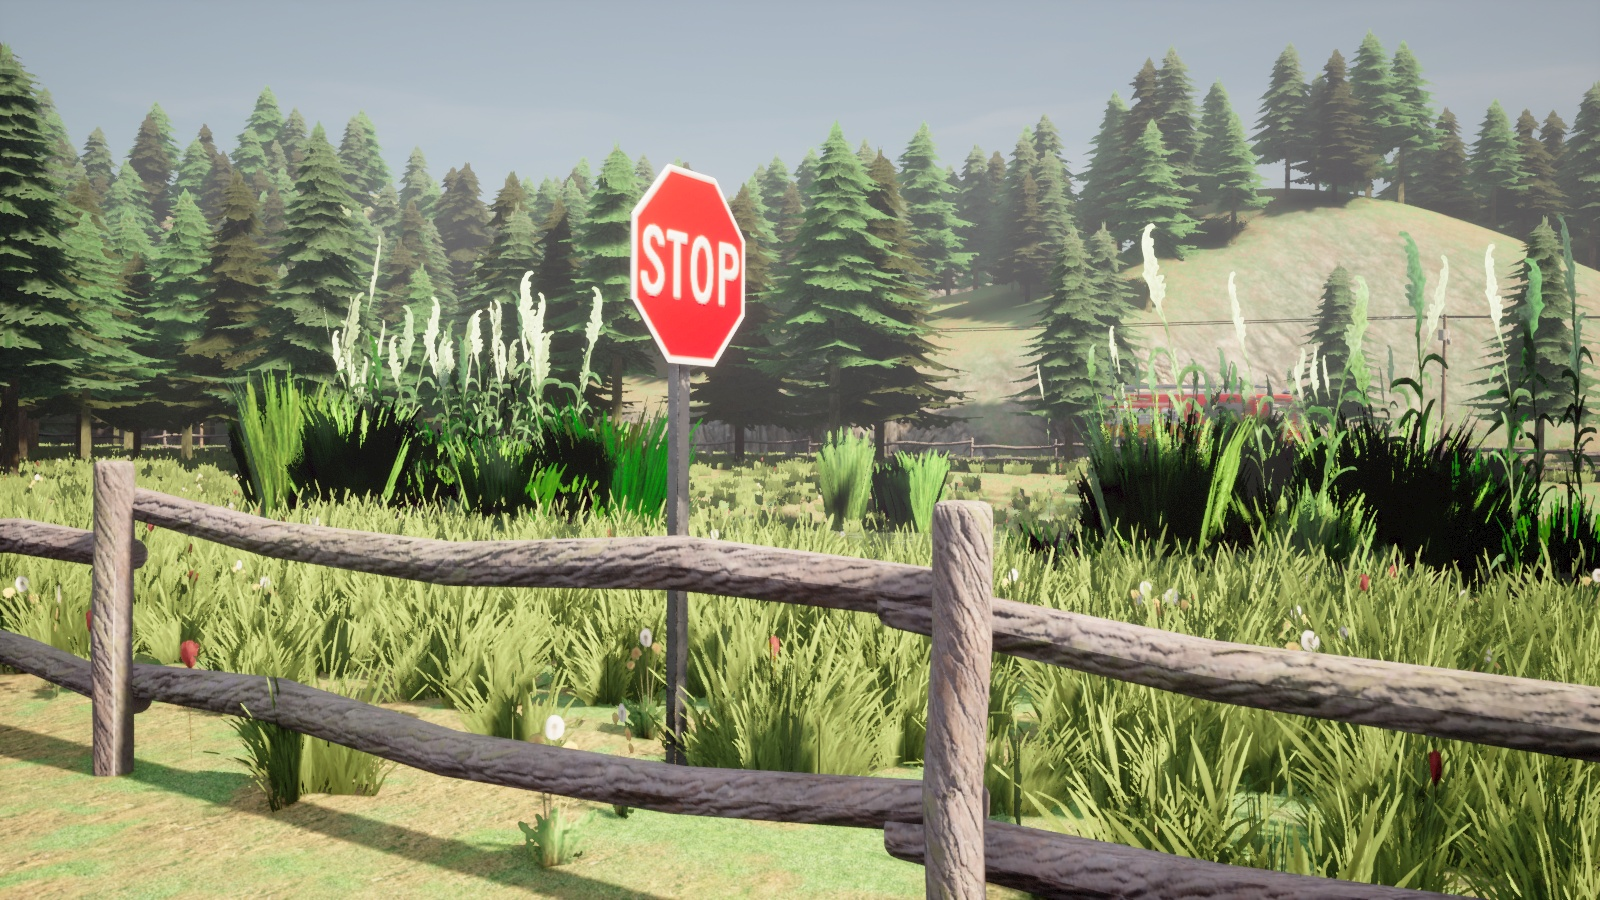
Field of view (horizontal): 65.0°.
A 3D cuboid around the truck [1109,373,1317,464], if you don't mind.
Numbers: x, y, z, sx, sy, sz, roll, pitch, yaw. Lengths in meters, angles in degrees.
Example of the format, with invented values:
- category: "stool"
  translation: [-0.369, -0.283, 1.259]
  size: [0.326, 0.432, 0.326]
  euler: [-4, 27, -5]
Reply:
- category: "truck"
  translation: [18.255, -1.323, 55.568]
  size: [8.468, 3.827, 2.891]
  euler: [0, 1, 24]
